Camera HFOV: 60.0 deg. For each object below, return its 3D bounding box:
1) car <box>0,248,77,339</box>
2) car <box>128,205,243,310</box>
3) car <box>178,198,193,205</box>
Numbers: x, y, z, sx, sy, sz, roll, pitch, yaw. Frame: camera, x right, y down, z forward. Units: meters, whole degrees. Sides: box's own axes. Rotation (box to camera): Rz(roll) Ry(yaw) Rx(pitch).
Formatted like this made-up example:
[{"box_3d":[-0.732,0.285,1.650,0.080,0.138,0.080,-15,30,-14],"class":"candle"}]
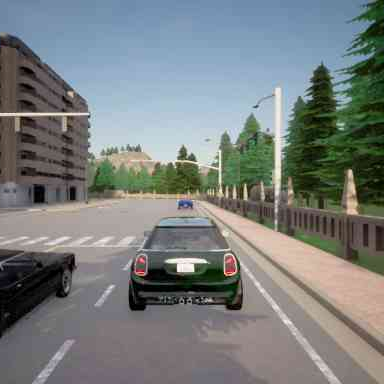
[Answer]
[{"box_3d":[-3.543,1.601,5.580,1.895,1.301,4.718,0,0,-1],"class":"car"},{"box_3d":[-0.126,1.352,7.951,2.097,1.767,4.553,0,0,0],"class":"car"},{"box_3d":[-0.862,1.477,44.310,1.882,1.535,5.008,0,0,-1],"class":"car"}]
